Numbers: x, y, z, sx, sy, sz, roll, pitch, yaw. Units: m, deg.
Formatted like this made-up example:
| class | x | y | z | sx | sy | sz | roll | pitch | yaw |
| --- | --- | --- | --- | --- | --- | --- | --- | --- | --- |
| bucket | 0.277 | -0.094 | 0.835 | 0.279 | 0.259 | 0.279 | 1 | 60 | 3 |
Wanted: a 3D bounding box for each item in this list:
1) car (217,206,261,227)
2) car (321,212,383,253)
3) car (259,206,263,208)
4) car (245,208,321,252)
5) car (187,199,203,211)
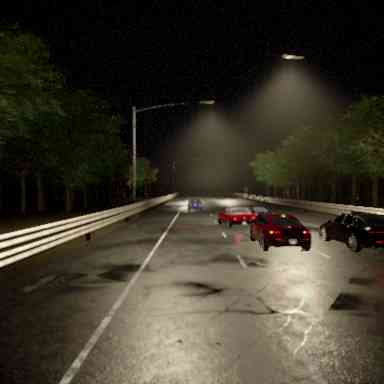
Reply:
| class | x | y | z | sx | sy | sz | roll | pitch | yaw |
| --- | --- | --- | --- | --- | --- | --- | --- | --- | --- |
| car | 3.160 | 1.782 | 24.280 | 1.895 | 1.301 | 4.718 | -2 | 0 | -8 |
| car | 7.196 | 1.634 | 14.396 | 1.837 | 1.490 | 4.892 | 0 | 0 | 0 |
| car | 4.786 | 1.763 | 26.255 | 1.994 | 1.385 | 4.181 | 2 | 0 | -15 |
| car | 3.686 | 1.646 | 14.387 | 1.812 | 1.442 | 4.674 | 0 | 0 | 0 |
| car | 0.381 | 1.601 | 41.741 | 2.033 | 1.411 | 5.357 | 0 | 1 | 0 |
